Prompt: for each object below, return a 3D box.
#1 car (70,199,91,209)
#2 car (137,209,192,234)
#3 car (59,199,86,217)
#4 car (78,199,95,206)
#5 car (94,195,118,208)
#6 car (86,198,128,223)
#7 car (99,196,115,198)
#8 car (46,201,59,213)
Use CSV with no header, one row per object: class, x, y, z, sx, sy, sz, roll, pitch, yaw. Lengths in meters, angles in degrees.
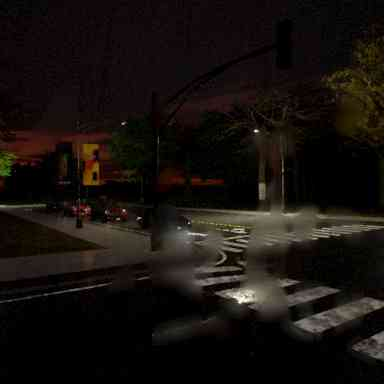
car,-19.666,2.079,58.679,2.033,1.411,5.357,-1,0,-35
car,-2.011,1.820,22.034,2.033,1.411,5.357,-1,0,-29
car,-13.112,1.812,37.810,2.097,1.767,4.553,-1,0,-35
car,-21.161,2.101,66.657,1.994,1.385,4.181,-1,0,-35
car,-15.047,1.653,57.910,2.150,2.045,5.566,-1,0,-35
car,-7.505,1.717,29.788,2.097,1.767,4.553,-1,0,-35
car,-13.807,1.783,50.366,2.097,1.767,4.553,-1,0,-35
car,-18.865,2.035,46.116,1.882,1.535,5.008,-1,0,-35
